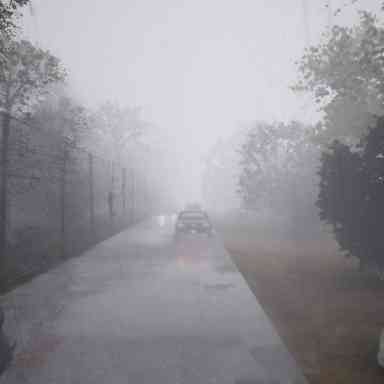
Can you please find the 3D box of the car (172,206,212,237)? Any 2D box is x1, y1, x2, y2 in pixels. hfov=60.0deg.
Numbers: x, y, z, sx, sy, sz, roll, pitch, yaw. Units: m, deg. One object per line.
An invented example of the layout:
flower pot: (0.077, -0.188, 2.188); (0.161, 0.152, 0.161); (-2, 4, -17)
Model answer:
car: (0.074, 1.699, 18.636); (1.895, 1.301, 4.718); (0, -1, 0)

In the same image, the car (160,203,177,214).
car: (-2.836, 2.050, 41.186); (1.895, 1.301, 4.718); (0, -1, 0)

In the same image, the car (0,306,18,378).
car: (-2.850, 1.549, 1.344); (2.033, 1.411, 5.357); (0, 0, 0)

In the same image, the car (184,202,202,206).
car: (0.094, 1.862, 36.595); (1.837, 1.490, 4.892); (0, -1, 0)
